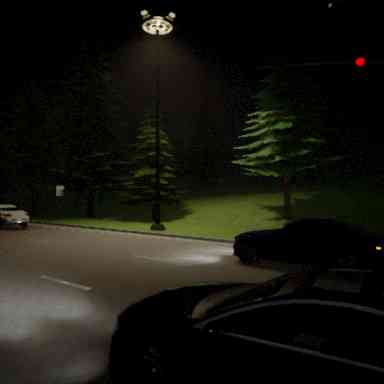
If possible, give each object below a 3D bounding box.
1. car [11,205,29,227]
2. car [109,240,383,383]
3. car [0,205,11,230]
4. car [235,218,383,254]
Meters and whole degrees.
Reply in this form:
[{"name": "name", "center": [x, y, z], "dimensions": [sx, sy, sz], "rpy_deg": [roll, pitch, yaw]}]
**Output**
[{"name": "car", "center": [-12.269, 1.543, 21.324], "dimensions": [4.674, 1.442, 1.812], "rpy_deg": [0, 0, 35]}, {"name": "car", "center": [1.303, 1.492, 3.062], "dimensions": [4.902, 1.511, 2.128], "rpy_deg": [0, 0, 36]}, {"name": "car", "center": [-11.622, 1.236, 16.579], "dimensions": [5.566, 2.045, 2.150], "rpy_deg": [0, 0, 35]}, {"name": "car", "center": [3.505, 1.528, 10.090], "dimensions": [4.674, 1.442, 1.812], "rpy_deg": [0, 0, 35]}]
